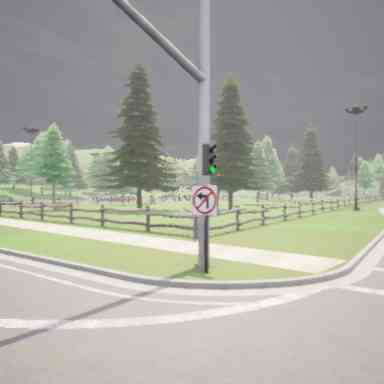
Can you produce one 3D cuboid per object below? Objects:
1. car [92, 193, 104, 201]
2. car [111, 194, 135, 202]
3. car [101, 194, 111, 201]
[{"bbox_3d":[-20.236,1.187,76.038,2.150,2.045,5.566,0,0,35],"label":"car"},{"bbox_3d":[-14.493,1.442,72.036,1.882,1.535,5.008,0,0,35],"label":"car"},{"bbox_3d":[-17.356,1.516,74.049,1.994,1.385,4.181,0,0,35],"label":"car"}]
